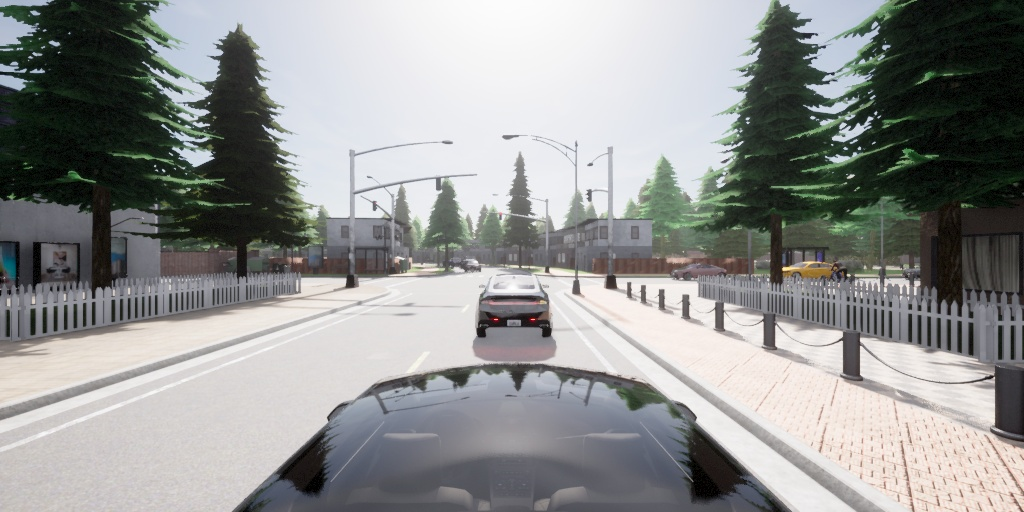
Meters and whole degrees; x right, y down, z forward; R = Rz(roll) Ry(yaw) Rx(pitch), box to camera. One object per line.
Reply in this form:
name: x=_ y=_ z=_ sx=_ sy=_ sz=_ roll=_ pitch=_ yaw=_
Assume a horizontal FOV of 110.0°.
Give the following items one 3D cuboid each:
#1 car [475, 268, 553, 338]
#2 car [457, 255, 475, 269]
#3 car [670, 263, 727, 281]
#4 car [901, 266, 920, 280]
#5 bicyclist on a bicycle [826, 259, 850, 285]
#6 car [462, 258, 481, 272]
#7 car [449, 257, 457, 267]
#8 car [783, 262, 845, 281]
car: x=0.057 y=1.242 z=10.213 sx=2.128 sy=1.511 sz=4.902 roll=0 pitch=0 yaw=0
car: x=-6.543 y=0.937 z=54.496 sx=2.150 sy=2.045 sz=5.566 roll=0 pitch=0 yaw=-15
car: x=15.297 y=1.299 z=29.516 sx=4.181 sy=1.385 sz=1.994 roll=0 pitch=0 yaw=2
car: x=34.549 y=1.239 z=28.939 sx=4.892 sy=1.490 sz=1.837 roll=0 pitch=0 yaw=2
bicyclist on a bicycle: x=19.887 y=1.035 z=21.898 sx=0.582 sy=1.620 sz=1.656 roll=0 pitch=0 yaw=2
car: x=-4.940 y=1.279 z=45.332 sx=1.994 sy=1.385 sz=4.181 roll=0 pitch=0 yaw=-7
car: x=-9.919 y=1.067 z=64.064 sx=2.097 sy=1.767 sz=4.553 roll=0 pitch=0 yaw=-24
car: x=24.177 y=1.212 z=29.261 sx=5.008 sy=1.535 sz=1.882 roll=0 pitch=0 yaw=2
